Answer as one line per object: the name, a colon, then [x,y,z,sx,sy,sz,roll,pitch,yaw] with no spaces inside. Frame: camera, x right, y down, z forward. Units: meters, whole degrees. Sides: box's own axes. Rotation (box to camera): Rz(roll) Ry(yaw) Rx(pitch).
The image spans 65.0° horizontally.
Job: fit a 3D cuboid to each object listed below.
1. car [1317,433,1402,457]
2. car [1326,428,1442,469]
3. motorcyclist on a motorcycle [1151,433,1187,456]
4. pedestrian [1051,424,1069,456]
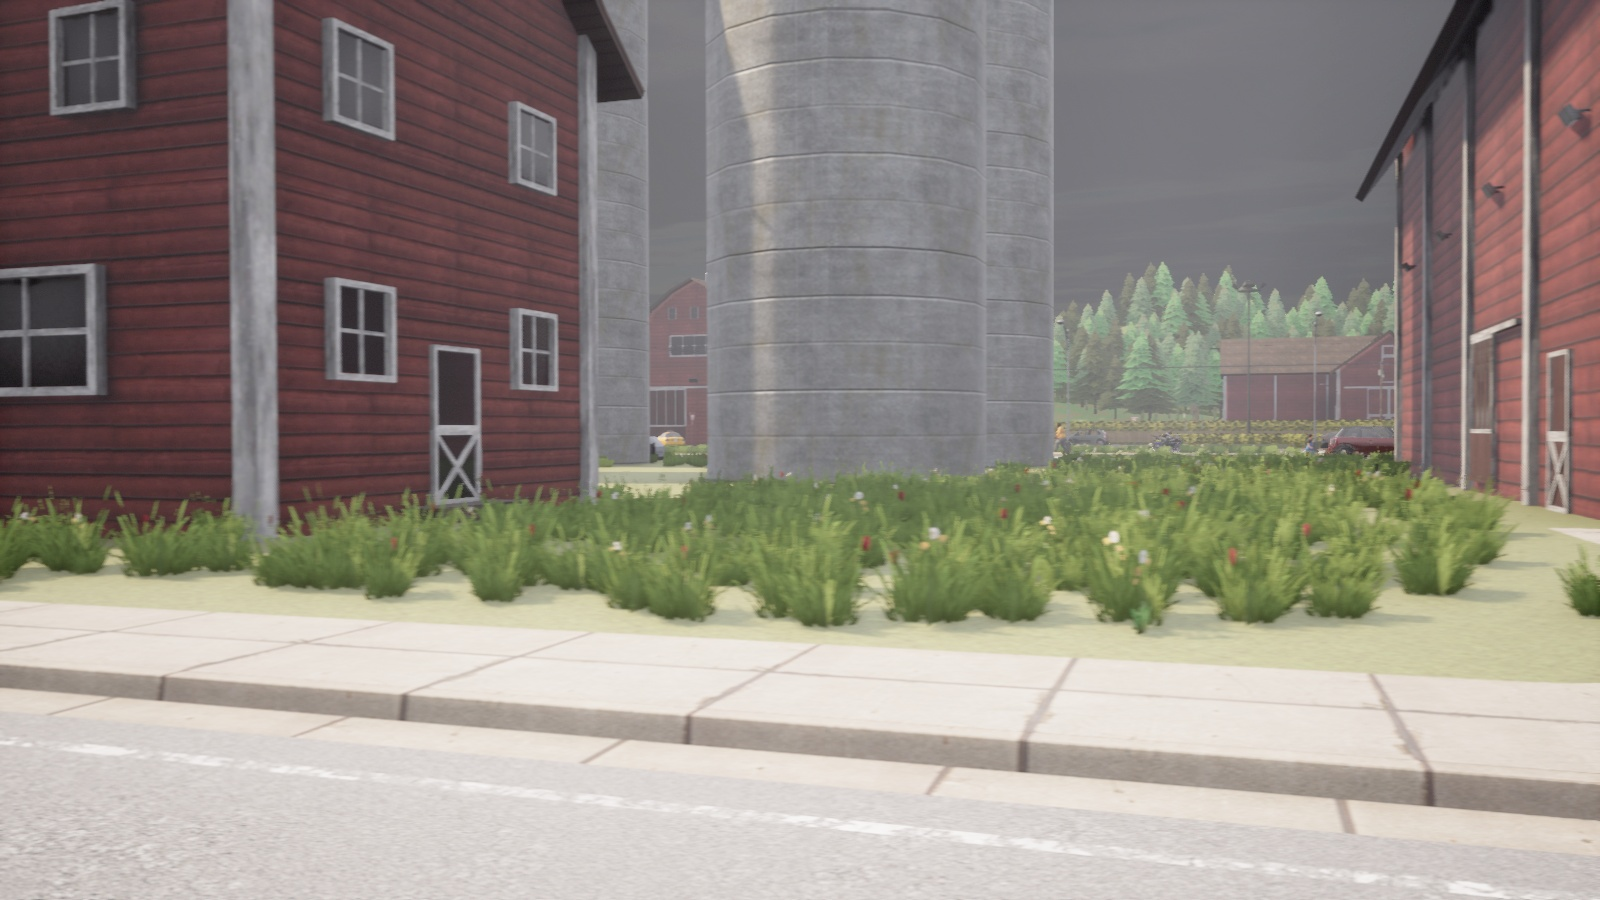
car: [36.083,-0.310,81.093,4.792,1.488,2.163,1,1,19]
car: [26.419,-0.101,56.979,4.553,1.767,2.097,1,1,19]
motorcyclist on a motorcycle: [25.098,-0.386,85.478,2.191,1.530,0.866,1,0,40]
pedestrian: [15.186,-0.608,73.305,0.900,1.855,0.874,1,1,18]
